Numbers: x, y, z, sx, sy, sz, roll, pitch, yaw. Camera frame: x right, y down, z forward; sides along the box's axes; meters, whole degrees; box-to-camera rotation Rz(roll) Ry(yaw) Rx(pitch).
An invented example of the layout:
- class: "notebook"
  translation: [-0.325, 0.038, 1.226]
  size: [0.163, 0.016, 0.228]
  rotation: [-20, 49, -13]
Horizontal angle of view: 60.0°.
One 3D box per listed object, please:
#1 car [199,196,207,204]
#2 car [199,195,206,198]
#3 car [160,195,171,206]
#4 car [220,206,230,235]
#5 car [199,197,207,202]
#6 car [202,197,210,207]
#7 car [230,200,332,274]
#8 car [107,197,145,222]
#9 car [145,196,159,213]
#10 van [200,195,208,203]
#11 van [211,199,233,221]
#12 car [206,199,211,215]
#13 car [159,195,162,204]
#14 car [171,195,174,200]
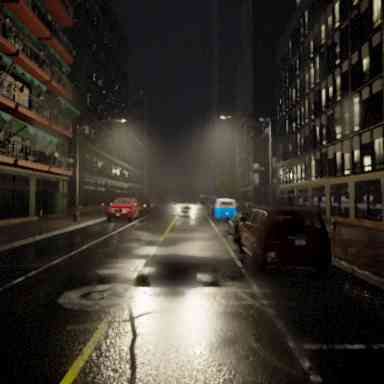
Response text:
- class: "car"
  translation: [2.732, 1.800, 56.309]
  size: [1.947, 1.339, 4.313]
  rotation: [1, 0, 0]
- class: "car"
  translation: [2.738, 1.821, 62.007]
  size: [1.947, 1.339, 4.313]
  rotation: [1, 0, 0]
- class: "car"
  translation: [-5.604, 1.572, 62.141]
  size: [2.192, 1.841, 5.009]
  rotation: [1, 0, 0]
- class: "car"
  translation: [2.723, 1.625, 16.424]
  size: [2.008, 1.369, 4.403]
  rotation: [1, 0, 0]
- class: "car"
  translation: [2.762, 1.901, 84.797]
  size: [1.947, 1.339, 4.313]
  rotation: [1, 0, 0]
- class: "car"
  translation: [2.719, 1.774, 44.913]
  size: [1.802, 1.307, 4.206]
  rotation: [1, 0, 0]
- class: "car"
  translation: [2.722, 1.364, 10.728]
  size: [2.192, 1.841, 5.009]
  rotation: [1, 0, 0]
- class: "car"
  translation: [-5.640, 1.440, 27.951]
  size: [2.192, 1.841, 5.009]
  rotation: [1, 0, 0]
- class: "car"
  translation: [-5.628, 1.486, 39.347]
  size: [2.192, 1.841, 5.009]
  rotation: [1, 0, 0]
- class: "van"
  translation: [2.760, 1.656, 79.101]
  size: [1.690, 1.788, 3.998]
  rotation: [1, 0, 0]
- class: "van"
  translation: [2.749, 1.464, 27.821]
  size: [1.690, 1.788, 3.998]
  rotation: [1, 0, 0]
- class: "car"
  translation: [2.717, 1.712, 33.517]
  size: [1.947, 1.339, 4.313]
  rotation: [1, 0, 0]
- class: "car"
  translation: [-5.625, 1.634, 45.046]
  size: [1.967, 1.590, 4.097]
  rotation: [1, 0, 0]
- class: "car"
  translation: [-5.597, 1.863, 73.536]
  size: [1.947, 1.339, 4.313]
  rotation: [1, 0, 0]
